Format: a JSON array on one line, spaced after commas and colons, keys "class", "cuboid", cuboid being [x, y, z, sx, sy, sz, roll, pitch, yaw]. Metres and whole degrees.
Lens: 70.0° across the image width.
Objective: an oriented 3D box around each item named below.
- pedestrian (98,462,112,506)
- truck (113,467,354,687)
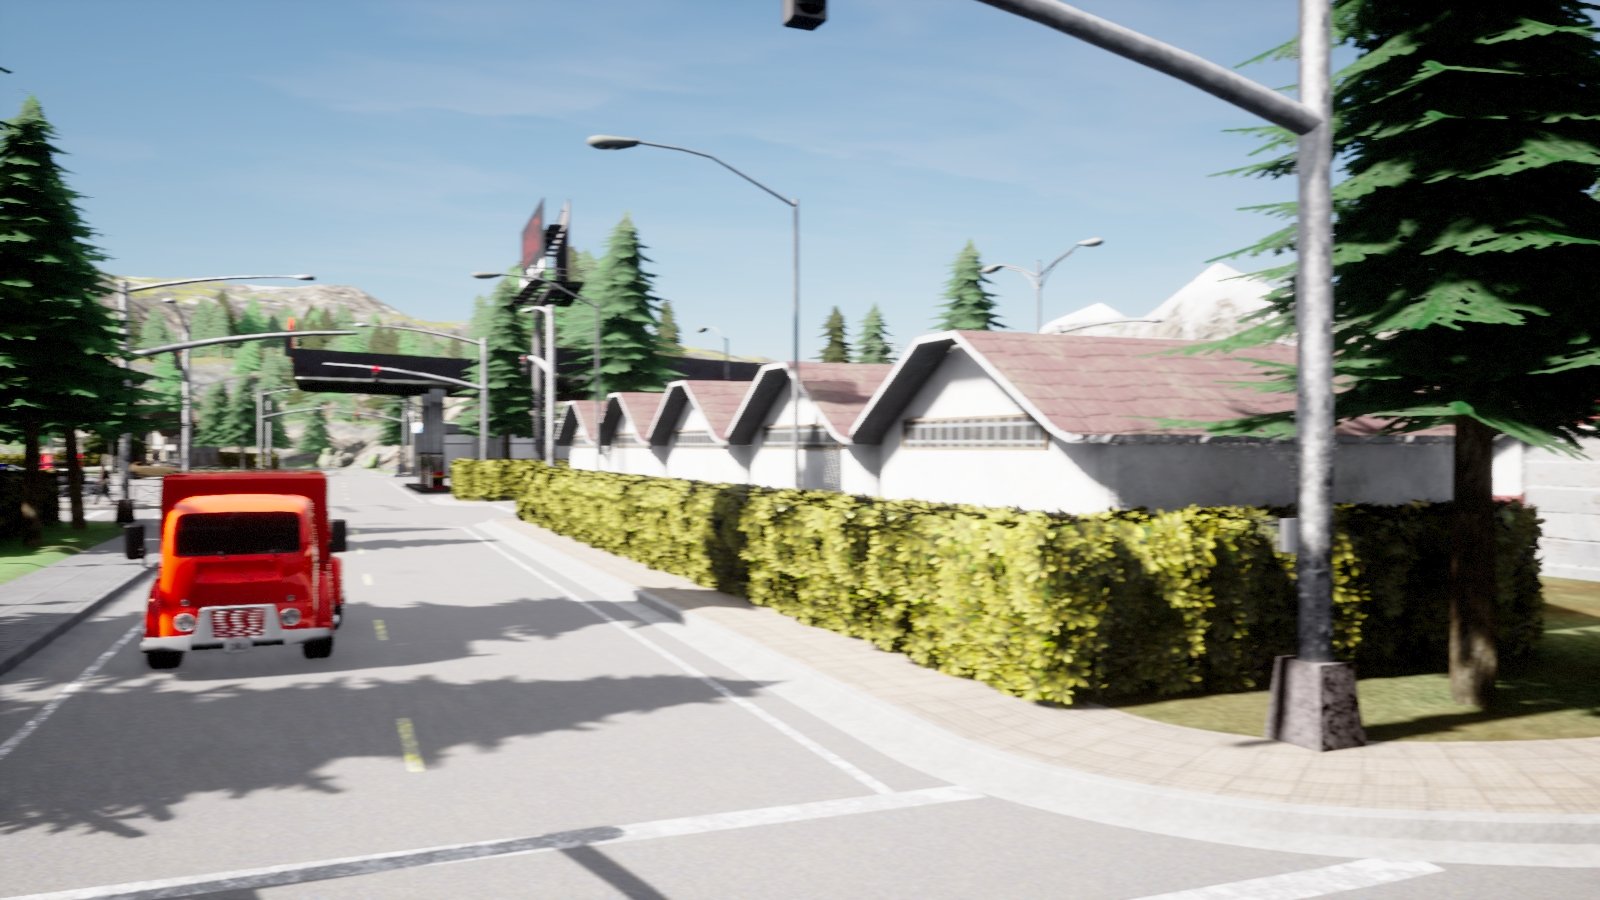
[{"class": "pedestrian", "cuboid": [-29.344, 1.419, 48.262, 0.375, 1.860, 0.375, 0, 0, -2]}, {"class": "truck", "cuboid": [-7.854, 1.531, 16.287, 2.627, 2.467, 5.204, 0, 0, -23]}]
